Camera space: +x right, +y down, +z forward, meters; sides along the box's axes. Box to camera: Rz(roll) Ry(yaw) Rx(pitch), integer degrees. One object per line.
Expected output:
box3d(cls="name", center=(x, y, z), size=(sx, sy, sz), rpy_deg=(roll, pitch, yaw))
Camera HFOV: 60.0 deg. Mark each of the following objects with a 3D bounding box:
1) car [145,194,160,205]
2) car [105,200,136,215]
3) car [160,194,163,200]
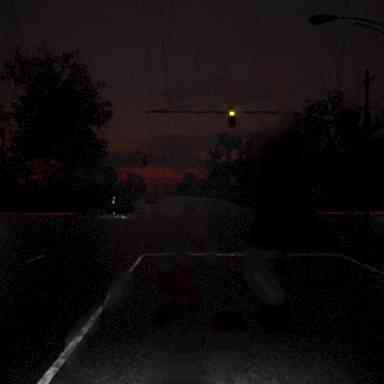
box3d(cls="car", center=(-6.968, 1.485, 57.084), size=(1.812, 1.442, 4.674), rpy_deg=(0, 1, 0))
box3d(cls="car", center=(-6.978, 1.529, 33.194), size=(2.033, 1.411, 5.357), rpy_deg=(0, 0, 4))
box3d(cls="car", center=(-7.866, 1.256, 80.211), size=(1.837, 1.490, 4.892), rpy_deg=(0, 0, -4))
